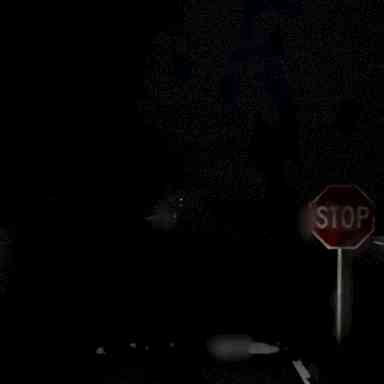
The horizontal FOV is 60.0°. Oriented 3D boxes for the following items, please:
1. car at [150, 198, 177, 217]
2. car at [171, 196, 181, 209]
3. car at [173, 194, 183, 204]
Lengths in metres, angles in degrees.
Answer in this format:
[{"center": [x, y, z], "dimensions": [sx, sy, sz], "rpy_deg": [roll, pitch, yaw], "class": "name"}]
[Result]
[{"center": [-2.770, 1.532, 31.113], "dimensions": [1.994, 1.385, 4.181], "rpy_deg": [0, 0, 0], "class": "car"}, {"center": [-2.743, 1.548, 41.880], "dimensions": [1.895, 1.301, 4.718], "rpy_deg": [0, 0, 0], "class": "car"}, {"center": [-2.669, 1.253, 59.598], "dimensions": [2.097, 1.767, 4.553], "rpy_deg": [0, 0, 1], "class": "car"}]
